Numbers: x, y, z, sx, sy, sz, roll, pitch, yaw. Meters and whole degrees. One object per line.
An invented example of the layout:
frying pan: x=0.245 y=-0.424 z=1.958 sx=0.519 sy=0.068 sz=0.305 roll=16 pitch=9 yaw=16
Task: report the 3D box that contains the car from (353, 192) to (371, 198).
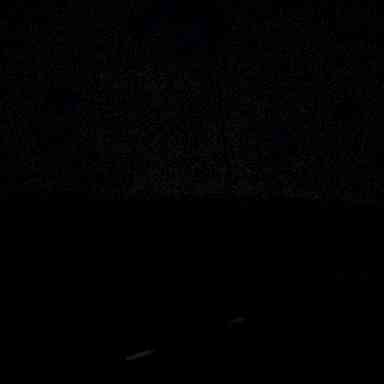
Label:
car: x=34.567 y=0.644 z=67.612 sx=2.097 sy=1.767 sz=4.553 roll=1 pitch=1 yaw=4
